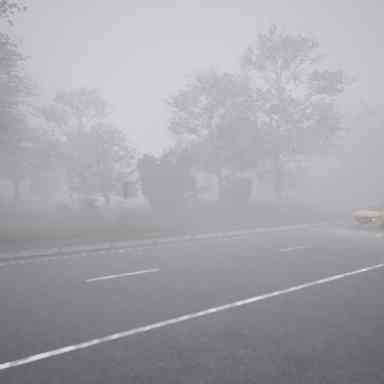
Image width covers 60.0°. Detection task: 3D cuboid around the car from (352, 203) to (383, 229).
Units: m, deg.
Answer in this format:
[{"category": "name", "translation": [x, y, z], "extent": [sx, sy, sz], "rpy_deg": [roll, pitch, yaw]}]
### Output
[{"category": "car", "translation": [12.259, 1.444, 21.325], "extent": [5.008, 1.535, 1.882], "rpy_deg": [0, 0, -35]}]
